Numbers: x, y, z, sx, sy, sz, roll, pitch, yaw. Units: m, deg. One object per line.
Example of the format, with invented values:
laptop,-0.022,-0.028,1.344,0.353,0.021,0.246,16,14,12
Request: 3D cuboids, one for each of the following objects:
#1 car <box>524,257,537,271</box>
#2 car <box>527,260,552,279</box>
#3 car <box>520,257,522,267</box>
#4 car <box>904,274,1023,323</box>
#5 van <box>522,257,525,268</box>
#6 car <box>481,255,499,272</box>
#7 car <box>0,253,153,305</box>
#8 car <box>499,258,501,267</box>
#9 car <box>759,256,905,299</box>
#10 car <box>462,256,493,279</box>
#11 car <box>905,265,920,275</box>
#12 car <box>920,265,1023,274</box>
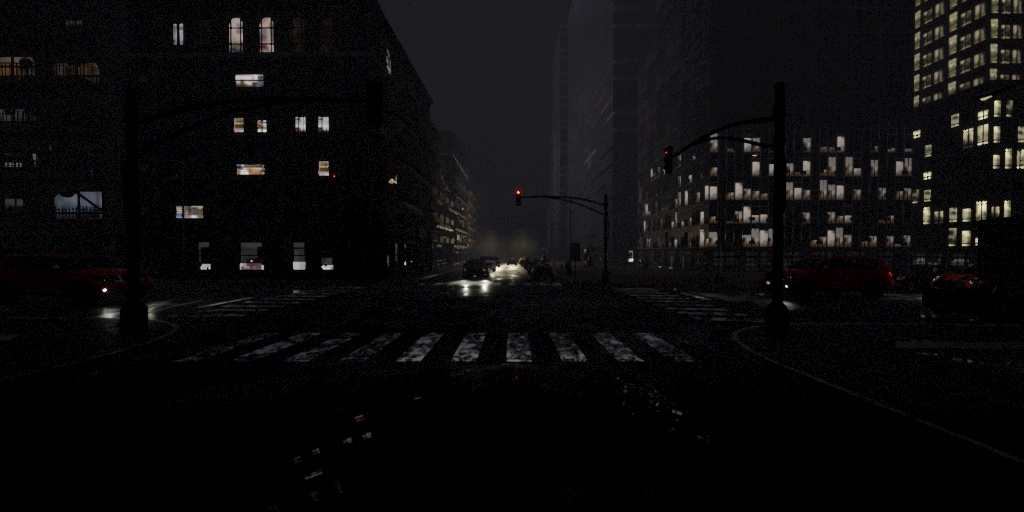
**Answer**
car,2.633,1.159,38.102,1.967,1.591,4.097,0,0,0
car,2.637,1.272,32.457,1.888,1.381,4.507,0,0,0
car,2.622,1.240,55.040,1.888,1.381,4.507,0,0,0
car,16.708,1.445,12.159,4.403,1.370,2.007,0,0,1
van,2.626,1.045,49.394,1.690,1.789,3.998,0,0,0
car,-3.136,0.932,44.901,2.150,2.045,5.566,0,0,0
car,-18.849,0.911,15.324,5.566,2.045,2.150,0,1,1
car,-3.103,0.910,59.988,2.150,2.045,5.566,0,0,0
car,15.704,1.020,18.076,5.566,2.045,2.150,0,1,1
car,-3.092,1.080,31.749,2.097,1.767,4.553,0,0,-1
car,23.361,1.230,20.711,4.097,1.591,1.967,0,0,1
car,24.095,1.189,17.966,4.553,1.767,2.097,0,1,1
